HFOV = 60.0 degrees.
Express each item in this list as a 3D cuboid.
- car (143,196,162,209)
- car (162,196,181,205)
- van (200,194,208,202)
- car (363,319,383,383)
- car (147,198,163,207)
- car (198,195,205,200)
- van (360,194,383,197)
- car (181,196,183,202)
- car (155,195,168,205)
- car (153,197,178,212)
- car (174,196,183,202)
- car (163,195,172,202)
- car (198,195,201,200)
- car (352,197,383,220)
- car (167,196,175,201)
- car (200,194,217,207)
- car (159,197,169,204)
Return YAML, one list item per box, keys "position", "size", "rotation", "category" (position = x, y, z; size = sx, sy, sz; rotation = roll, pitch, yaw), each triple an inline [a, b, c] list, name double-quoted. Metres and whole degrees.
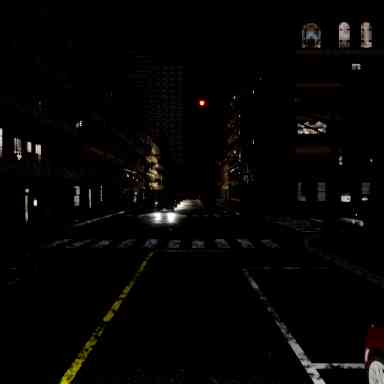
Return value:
- position: [-5.655, 1.561, 45.284]
  size: [2.008, 1.369, 4.403]
  rotation: [0, 0, 0]
  category: "car"
- position: [-3.051, 1.517, 48.745]
  size: [1.837, 1.490, 4.892]
  rotation: [0, 0, 0]
  category: "car"
- position: [2.756, 1.379, 78.437]
  size: [1.690, 1.788, 3.998]
  rotation: [-1, 0, 0]
  category: "van"
- position: [2.682, 1.544, 1.799]
  size: [1.887, 1.381, 4.507]
  rotation: [0, 0, 0]
  category: "car"
- position: [-5.650, 1.580, 50.811]
  size: [1.947, 1.339, 4.313]
  rotation: [0, 0, 0]
  category: "car"
- position: [2.774, 1.603, 95.021]
  size: [1.887, 1.381, 4.507]
  rotation: [-1, 0, 0]
  category: "car"
- position: [15.666, 1.036, 27.357]
  size: [3.998, 1.788, 1.690]
  rotation: [-1, 1, -1]
  category: "van"
- position: [-3.022, 1.621, 58.719]
  size: [1.895, 1.301, 4.718]
  rotation: [0, 0, 0]
  category: "car"
- position: [-5.640, 1.463, 61.867]
  size: [1.967, 1.590, 4.097]
  rotation: [-1, 0, 0]
  category: "car"
- position: [-3.063, 1.607, 39.348]
  size: [1.895, 1.301, 4.718]
  rotation: [0, 0, 0]
  category: "car"
- position: [-2.931, 1.448, 73.027]
  size: [1.895, 1.301, 4.718]
  rotation: [0, 0, 0]
  category: "car"
- position: [-5.623, 1.563, 78.281]
  size: [1.752, 1.417, 4.829]
  rotation: [-1, 0, 0]
  category: "car"
- position: [2.747, 1.578, 67.381]
  size: [2.008, 1.369, 4.403]
  rotation: [-1, 0, 0]
  category: "car"
- position: [14.892, 1.276, 24.759]
  size: [5.357, 1.411, 2.033]
  rotation: [-1, 0, 1]
  category: "car"
- position: [-5.611, 1.633, 89.507]
  size: [1.802, 1.307, 4.206]
  rotation: [-1, 0, 0]
  category: "car"
- position: [2.730, 1.454, 50.798]
  size: [1.967, 1.590, 4.097]
  rotation: [-1, 0, 0]
  category: "car"
- position: [-5.633, 1.609, 67.395]
  size: [1.802, 1.307, 4.206]
  rotation: [-1, 0, 0]
  category: "car"
